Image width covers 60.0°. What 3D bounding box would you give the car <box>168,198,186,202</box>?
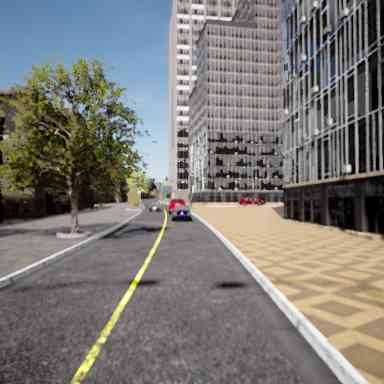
[{"bbox_3d":[-1.922,1.778,42.807,2.150,2.045,5.566,0,0,-5],"label":"car"}]

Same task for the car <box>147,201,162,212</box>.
[{"bbox_3d":[-5.400,2.114,48.532,2.128,1.511,4.902,0,-1,-6],"label":"car"}]

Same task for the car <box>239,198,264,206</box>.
[{"bbox_3d":[11.880,2.055,66.505,5.009,1.841,2.192,0,-2,13],"label":"car"}]

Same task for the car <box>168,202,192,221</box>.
[{"bbox_3d":[-1.045,1.959,31.667,2.033,1.411,5.357,0,-1,-4],"label":"car"}]
